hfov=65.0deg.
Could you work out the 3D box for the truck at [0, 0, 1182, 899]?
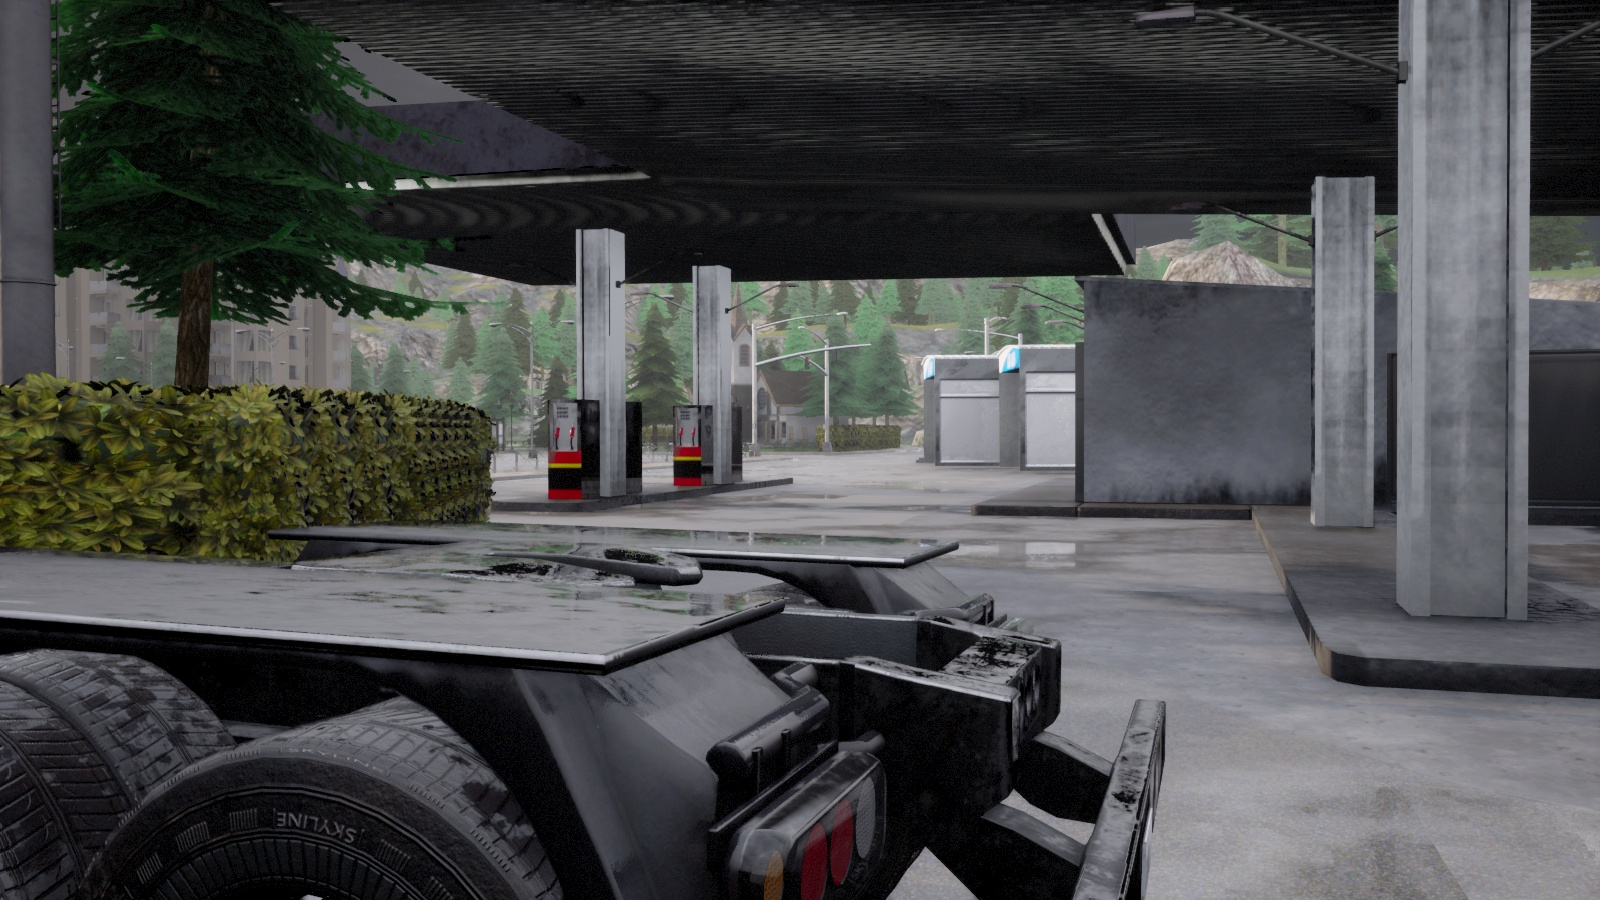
[{"bbox_3d":[-2.955,-0.168,4.152,7.936,3.462,2.891,1,0,18],"label":"truck"}]
